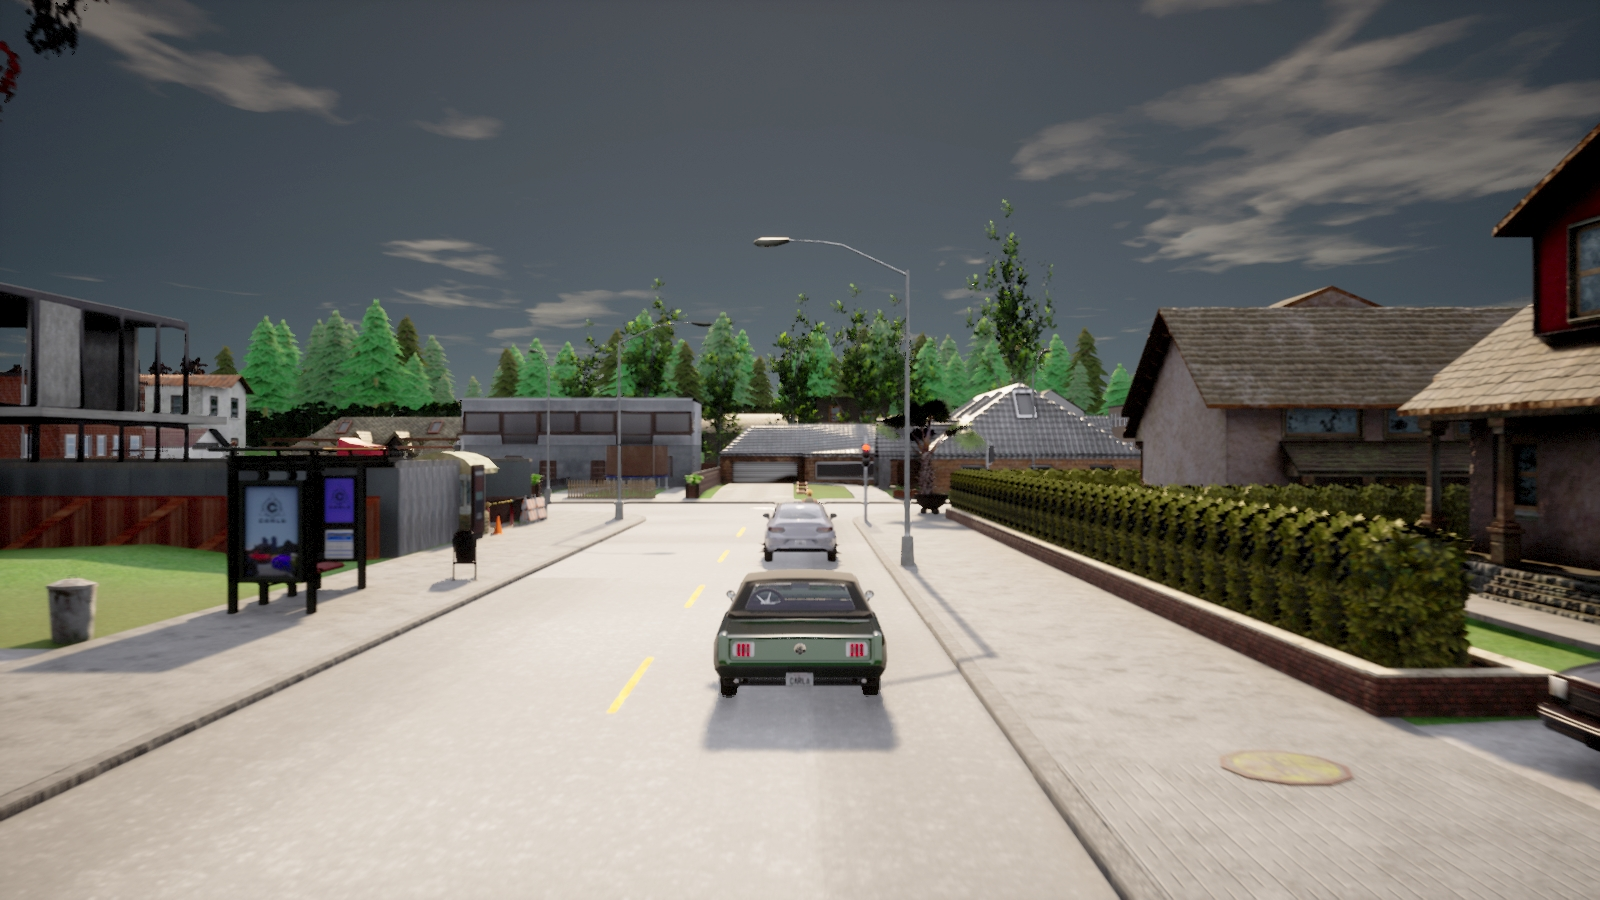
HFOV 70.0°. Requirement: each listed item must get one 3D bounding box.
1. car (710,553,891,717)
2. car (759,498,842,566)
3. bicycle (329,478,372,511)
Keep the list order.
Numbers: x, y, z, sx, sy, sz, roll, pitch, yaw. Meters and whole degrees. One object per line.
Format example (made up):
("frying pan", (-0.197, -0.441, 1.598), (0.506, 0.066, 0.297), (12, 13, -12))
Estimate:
("car", (0.002, 2.152, 14.328), (1.895, 1.301, 4.718), (0, 0, 0))
("car", (0.002, 2.076, 29.972), (2.002, 1.442, 4.674), (0, 0, 0))
("bicycle", (-20.690, 2.051, 52.636), (1.835, 1.471, 0.329), (0, 0, -2))
